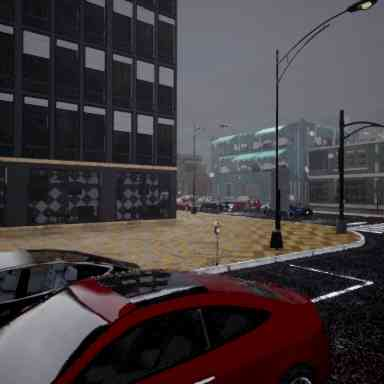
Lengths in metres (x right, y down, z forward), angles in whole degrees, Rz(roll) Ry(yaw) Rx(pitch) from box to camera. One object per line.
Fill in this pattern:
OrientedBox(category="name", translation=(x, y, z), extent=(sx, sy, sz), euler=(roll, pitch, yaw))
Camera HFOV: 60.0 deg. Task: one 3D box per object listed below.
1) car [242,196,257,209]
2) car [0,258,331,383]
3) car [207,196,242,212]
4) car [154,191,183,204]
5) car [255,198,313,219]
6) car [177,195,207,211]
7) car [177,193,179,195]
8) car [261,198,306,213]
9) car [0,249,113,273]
OrientedBox(category="car", translation=(6.035, 1.130, 38.665), extent=(1.967, 1.590, 4.097), euler=(1, 0, -36))
OrientedBox(category="car", translation=(-0.647, 1.526, 2.911), extent=(4.674, 1.442, 1.812), euler=(0, 0, -35))
OrientedBox(category="car", translation=(2.324, 1.173, 33.918), extent=(2.128, 1.511, 4.902), euler=(0, 1, -36))
OrientedBox(category="car", translation=(-3.794, 0.794, 52.085), extent=(2.192, 1.841, 5.009), euler=(1, 0, -36))
OrientedBox(category="car", translation=(7.561, 1.355, 26.762), extent=(1.994, 1.385, 4.181), euler=(0, 1, -36))
OrientedBox(category="car", translation=(-0.728, 1.231, 33.712), extent=(1.802, 1.307, 4.206), euler=(1, 0, -36))
OrientedBox(category="car", translation=(-3.099, 1.131, 41.329), extent=(1.994, 1.385, 4.181), euler=(0, 1, -36))
OrientedBox(category="car", translation=(9.311, 1.340, 34.189), extent=(1.802, 1.307, 4.206), euler=(1, 0, -36))
OrientedBox(category="car", translation=(-2.715, 1.566, 4.618), extent=(4.313, 1.339, 1.947), euler=(0, 0, -35))
